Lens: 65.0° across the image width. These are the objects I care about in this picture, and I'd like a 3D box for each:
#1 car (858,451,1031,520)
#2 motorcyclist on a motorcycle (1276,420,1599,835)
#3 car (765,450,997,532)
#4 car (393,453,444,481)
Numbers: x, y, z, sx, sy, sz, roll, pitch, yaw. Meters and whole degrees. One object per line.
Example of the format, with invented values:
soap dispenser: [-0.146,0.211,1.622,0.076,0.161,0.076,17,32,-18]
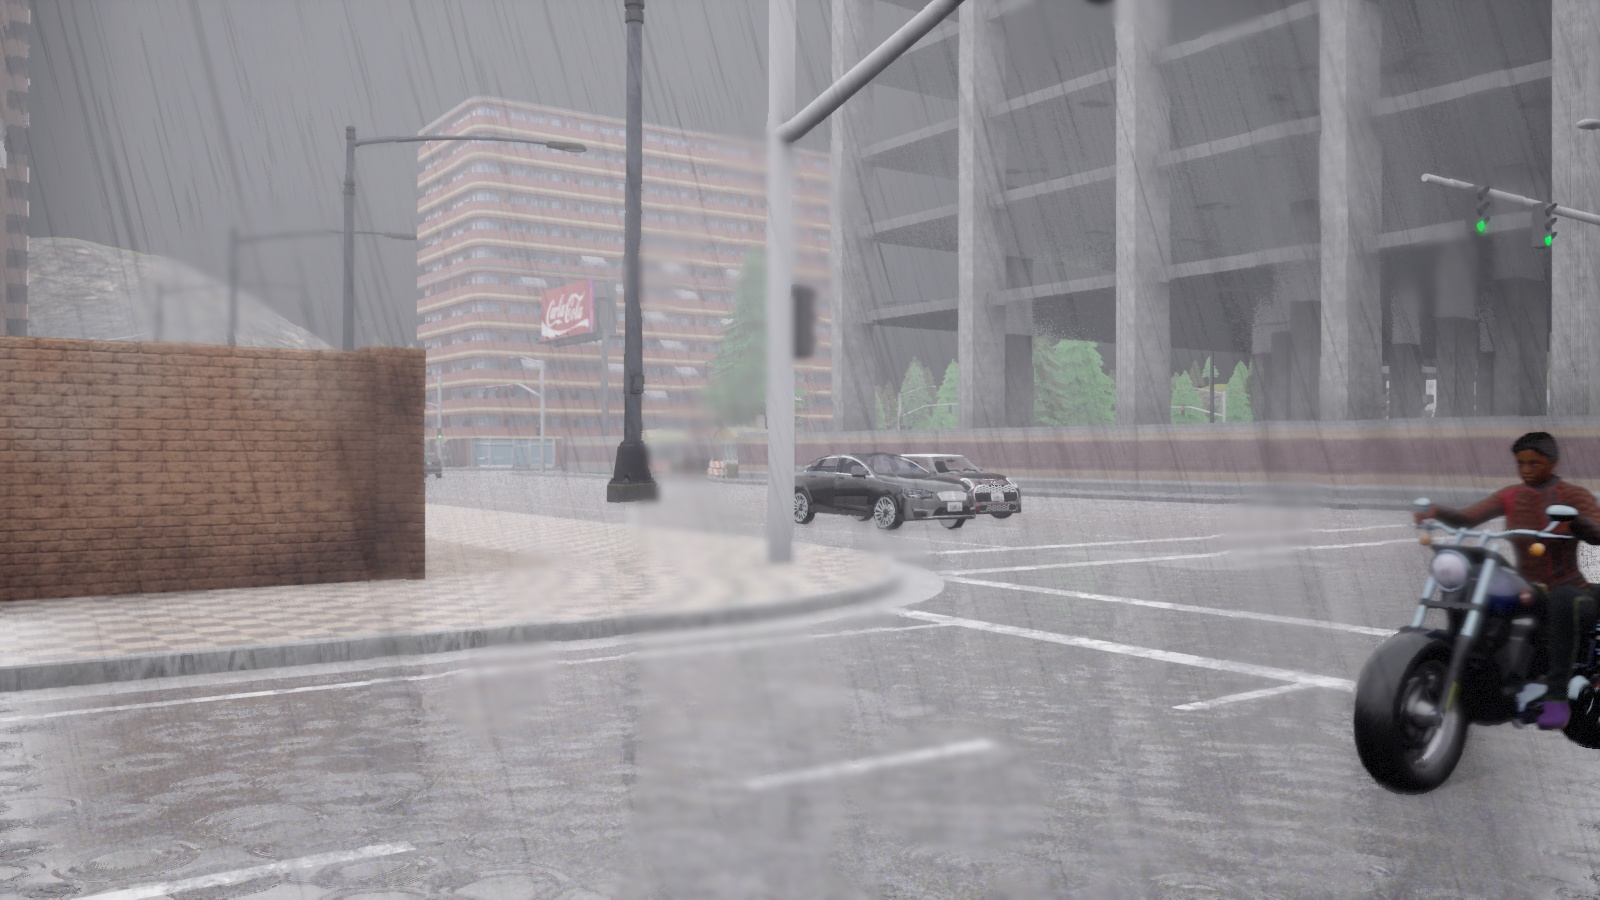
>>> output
car: [3.293,0.775,29.197,1.970,1.475,3.806,0,0,-34]
motorcyclist on a motorcycle: [3.333,0.703,5.952,2.350,1.649,0.766,0,0,-33]
car: [1.523,0.760,25.587,2.128,1.511,4.902,0,0,-34]
car: [-22.022,0.947,72.494,1.789,1.549,3.705,0,0,-34]
